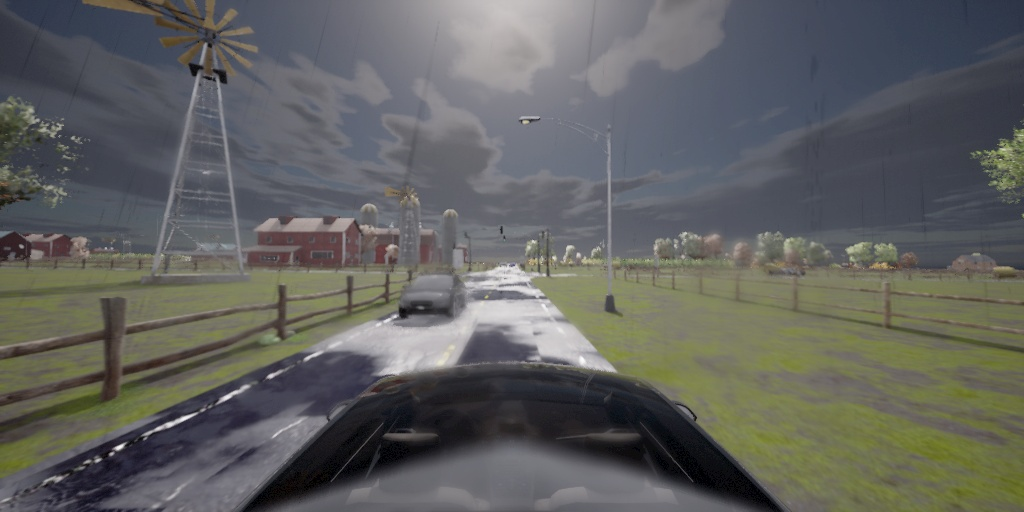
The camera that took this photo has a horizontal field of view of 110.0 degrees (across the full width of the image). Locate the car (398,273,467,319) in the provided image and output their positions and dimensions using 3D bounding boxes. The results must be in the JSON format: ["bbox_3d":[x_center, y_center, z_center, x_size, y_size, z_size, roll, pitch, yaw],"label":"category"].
[{"bbox_3d":[-2.844,1.417,13.706,1.837,1.490,4.892,0,-1,0],"label":"car"}]
